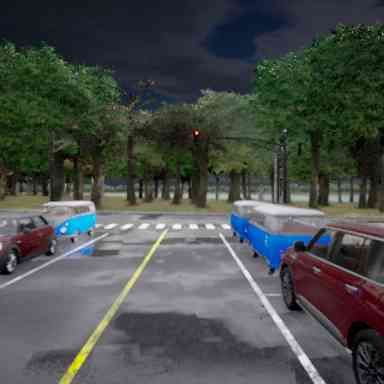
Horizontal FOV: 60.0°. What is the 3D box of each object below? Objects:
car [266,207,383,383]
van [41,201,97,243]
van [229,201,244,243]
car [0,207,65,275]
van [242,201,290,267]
[{"bbox_3d":[2.760,1.311,4.748,2.192,1.841,5.009,0,0,0],"label":"car"},{"bbox_3d":[-5.765,1.329,15.623,1.690,1.788,3.998,0,0,0],"label":"van"},{"bbox_3d":[2.760,1.329,15.623,1.690,1.788,3.998,0,0,0],"label":"van"},{"bbox_3d":[-5.765,1.432,10.185,1.967,1.590,4.097,0,0,0],"label":"car"},{"bbox_3d":[2.760,1.333,10.185,1.690,1.788,3.998,0,0,0],"label":"van"}]
